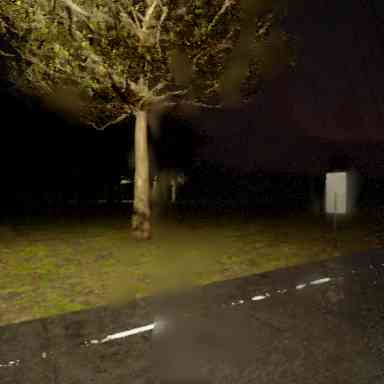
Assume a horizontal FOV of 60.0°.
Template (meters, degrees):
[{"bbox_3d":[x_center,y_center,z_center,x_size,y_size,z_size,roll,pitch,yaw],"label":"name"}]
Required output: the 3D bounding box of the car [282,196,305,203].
[{"bbox_3d":[21.075,1.519,69.044,1.882,1.535,5.008,2,-2,-36],"label":"car"}]
